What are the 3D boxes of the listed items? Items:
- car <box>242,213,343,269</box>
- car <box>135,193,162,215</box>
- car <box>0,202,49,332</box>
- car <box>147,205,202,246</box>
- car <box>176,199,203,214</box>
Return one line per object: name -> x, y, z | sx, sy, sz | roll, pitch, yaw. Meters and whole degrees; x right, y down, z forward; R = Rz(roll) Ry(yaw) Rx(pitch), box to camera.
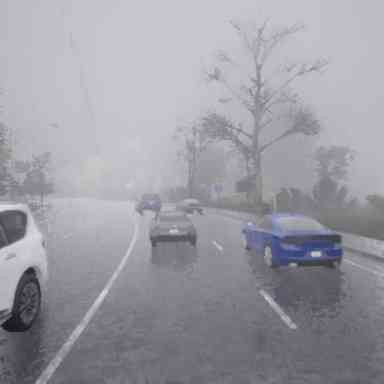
car -> 2.992, 1.416, 10.963 | 1.882, 1.535, 5.008 | -1, 0, -4
car -> -4.493, 1.162, 33.986 | 2.150, 2.045, 5.566 | -1, 0, -15
car -> -3.694, 1.231, 3.914 | 2.150, 2.045, 5.566 | 0, 1, -1
car -> -0.939, 1.526, 15.222 | 1.994, 1.385, 4.181 | -1, 0, -7
car -> -0.310, 1.402, 31.546 | 1.837, 1.490, 4.892 | -1, 0, -13
